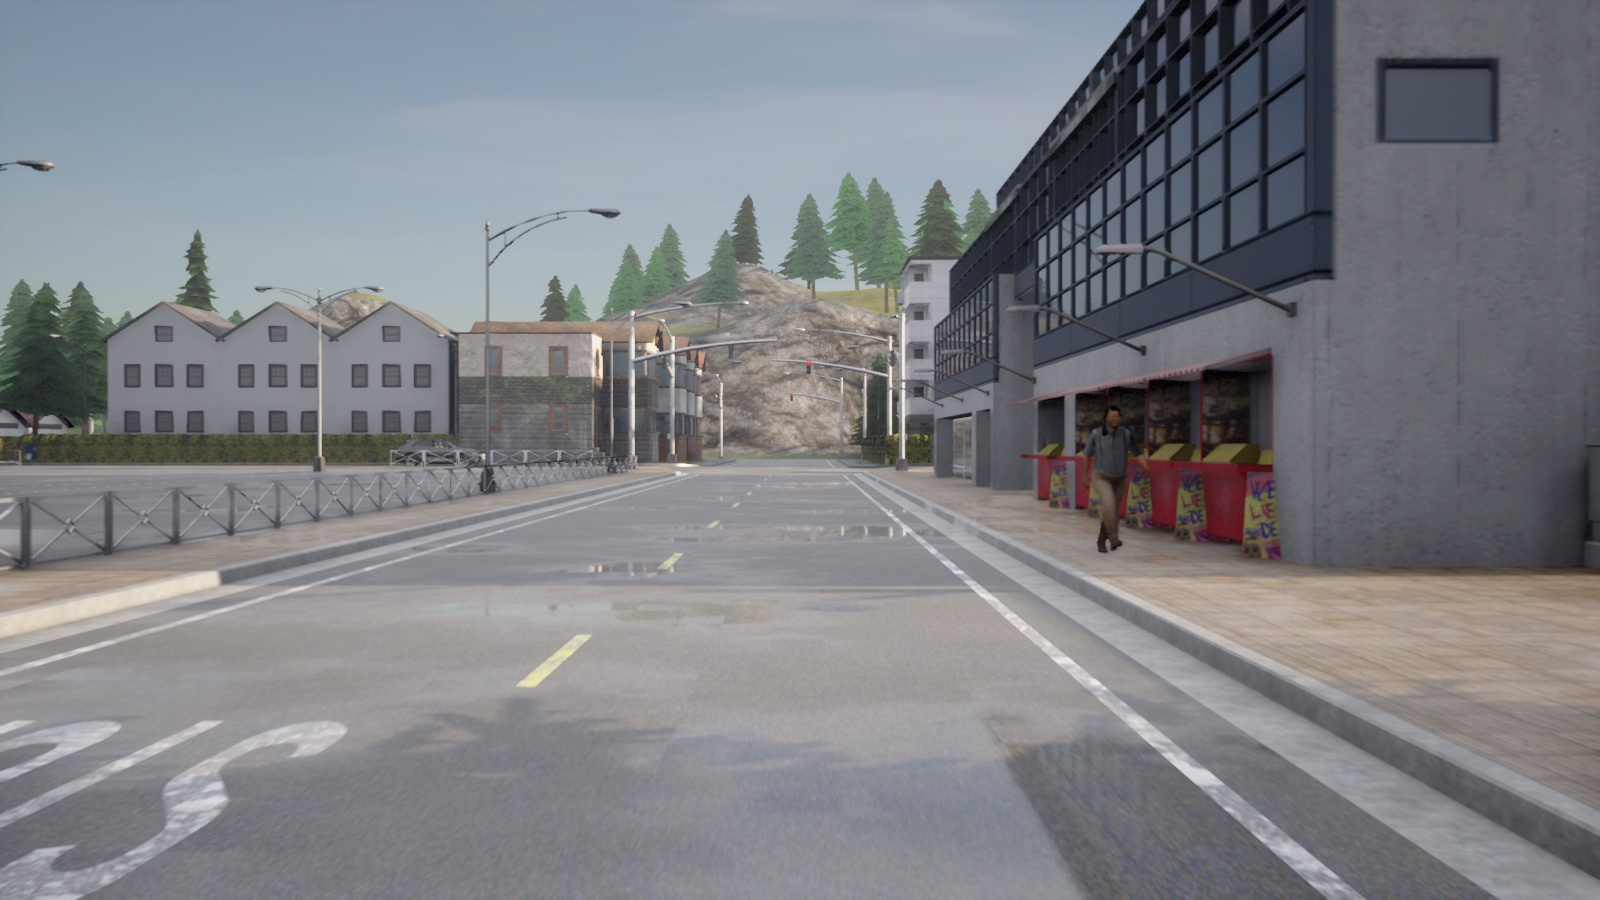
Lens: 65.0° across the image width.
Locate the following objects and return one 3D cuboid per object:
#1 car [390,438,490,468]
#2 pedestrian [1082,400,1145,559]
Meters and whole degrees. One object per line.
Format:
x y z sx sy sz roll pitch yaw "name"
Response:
-19.625 0.154 68.617 4.856 1.649 2.033 0 0 0 "car"
3.734 0.345 14.990 0.540 1.848 0.694 0 0 -3 "pedestrian"
